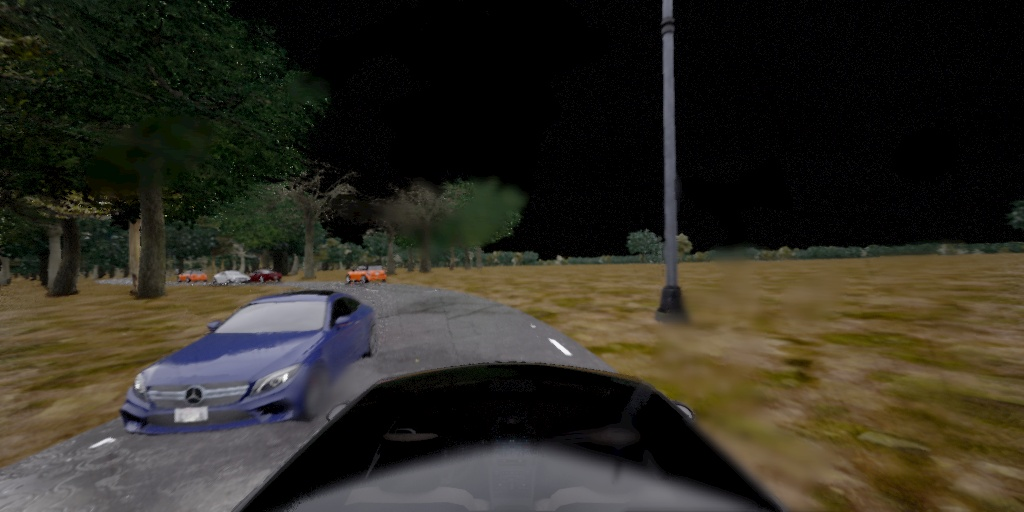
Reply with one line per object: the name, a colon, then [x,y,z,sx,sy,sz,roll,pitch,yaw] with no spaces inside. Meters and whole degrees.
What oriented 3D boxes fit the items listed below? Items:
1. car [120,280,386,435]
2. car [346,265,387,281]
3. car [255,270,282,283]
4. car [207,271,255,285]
car: [-3.523,1.338,5.884,1.812,1.442,4.674,-1,0,-8]
car: [-13.801,1.659,33.826,4.553,1.767,2.097,-2,-2,41]
car: [-29.204,2.341,42.049,5.008,1.535,1.882,-2,-1,27]
car: [-30.578,2.356,39.028,4.674,1.442,1.812,-2,-1,26]
